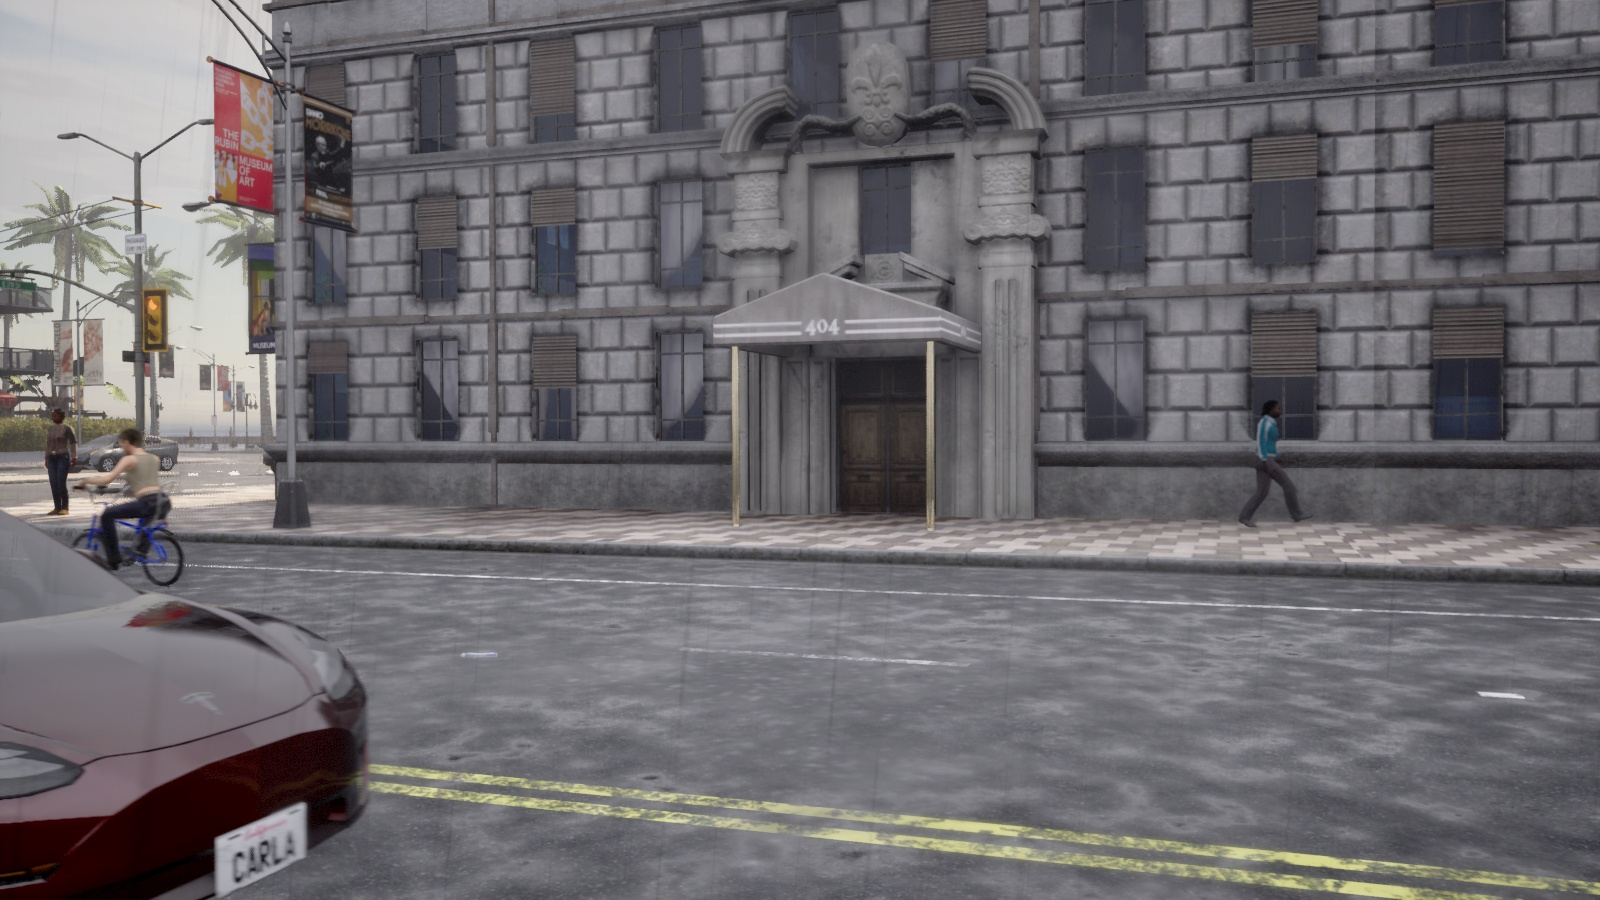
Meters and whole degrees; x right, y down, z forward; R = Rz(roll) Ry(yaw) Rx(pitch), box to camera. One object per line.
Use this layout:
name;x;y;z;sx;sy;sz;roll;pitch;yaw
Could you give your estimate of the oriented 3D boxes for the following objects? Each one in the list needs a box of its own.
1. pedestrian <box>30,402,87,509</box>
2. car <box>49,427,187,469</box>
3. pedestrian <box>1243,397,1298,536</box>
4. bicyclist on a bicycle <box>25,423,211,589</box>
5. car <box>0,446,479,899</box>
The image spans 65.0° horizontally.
pedestrian;-12.728;0.090;21.561;0.328;1.805;0.869;0;1;12
car;-26.233;-0.102;48.491;2.007;1.525;4.514;1;1;19
pedestrian;6.631;0.225;17.686;0.692;1.930;0.396;1;1;23
bicyclist on a bicycle;-6.978;0.531;12.871;1.509;1.612;0.866;1;1;19
car;-3.829;0.740;4.468;4.792;1.488;2.163;1;1;18
